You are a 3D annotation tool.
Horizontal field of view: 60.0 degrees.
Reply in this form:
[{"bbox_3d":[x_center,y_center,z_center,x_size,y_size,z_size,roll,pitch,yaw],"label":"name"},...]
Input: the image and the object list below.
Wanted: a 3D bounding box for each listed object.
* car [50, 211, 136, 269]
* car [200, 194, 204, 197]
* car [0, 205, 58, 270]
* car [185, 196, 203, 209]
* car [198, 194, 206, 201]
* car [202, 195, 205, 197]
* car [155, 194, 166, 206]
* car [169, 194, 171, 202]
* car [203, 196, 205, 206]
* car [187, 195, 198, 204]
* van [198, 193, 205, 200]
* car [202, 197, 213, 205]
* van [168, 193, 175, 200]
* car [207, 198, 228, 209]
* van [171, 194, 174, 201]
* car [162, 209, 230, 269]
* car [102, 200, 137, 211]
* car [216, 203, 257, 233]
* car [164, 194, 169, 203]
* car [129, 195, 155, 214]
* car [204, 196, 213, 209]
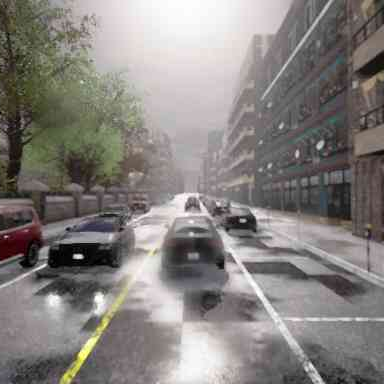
[{"bbox_3d":[-3.102,1.561,11.038,1.994,1.385,4.181,0,0,0],"label":"car"},{"bbox_3d":[2.692,1.423,52.803,1.967,1.590,4.097,1,0,0],"label":"car"},{"bbox_3d":[-5.675,1.313,8.613,2.192,1.841,5.009,1,0,0],"label":"car"},{"bbox_3d":[0.088,1.586,42.886,1.895,1.301,4.718,0,0,0],"label":"car"},{"bbox_3d":[2.653,1.414,85.942,1.967,1.590,4.097,1,0,0],"label":"car"},{"bbox_3d":[2.692,1.510,47.449,1.752,1.417,4.829,1,0,0],"label":"car"},{"bbox_3d":[-5.690,1.528,52.801,1.887,1.381,4.507,1,0,0],"label":"car"},{"bbox_3d":[-5.693,1.525,63.847,1.887,1.381,4.507,1,0,0],"label":"car"},{"bbox_3d":[2.693,1.531,41.754,1.887,1.381,4.507,1,0,0],"label":"car"},{"bbox_3d":[0.085,1.457,64.488,1.882,1.535,5.008,0,0,0],"label":"car"},{"bbox_3d":[2.651,1.314,91.466,1.690,1.788,3.998,1,0,0],"label":"van"},{"bbox_3d":[2.688,1.563,58.326,1.802,1.307,4.206,1,0,0],"label":"car"},{"bbox_3d":[-5.662,1.315,91.465,1.690,1.788,3.998,1,0,0],"label":"van"},{"bbox_3d":[2.695,1.555,30.709,1.947,1.339,4.313,1,0,0],"label":"car"},{"bbox_3d":[-5.700,1.319,74.894,1.690,1.788,3.998,1,0,0],"label":"van"},{"bbox_3d":[0.027,1.522,11.088,1.812,1.442,4.674,0,0,0],"label":"car"},{"bbox_3d":[-5.684,1.558,25.183,1.947,1.339,4.313,1,0,0],"label":"car"},{"bbox_3d":[2.697,1.559,19.661,1.947,1.339,4.313,1,0,0],"label":"car"},{"bbox_3d":[-5.687,1.297,58.324,2.192,1.841,5.009,1,0,0],"label":"car"},{"bbox_3d":[-5.681,1.304,36.230,2.192,1.841,5.009,1,0,0],"label":"car"},{"bbox_3d":[2.696,1.428,36.232,1.967,1.590,4.097,1,0,0],"label":"car"}]
